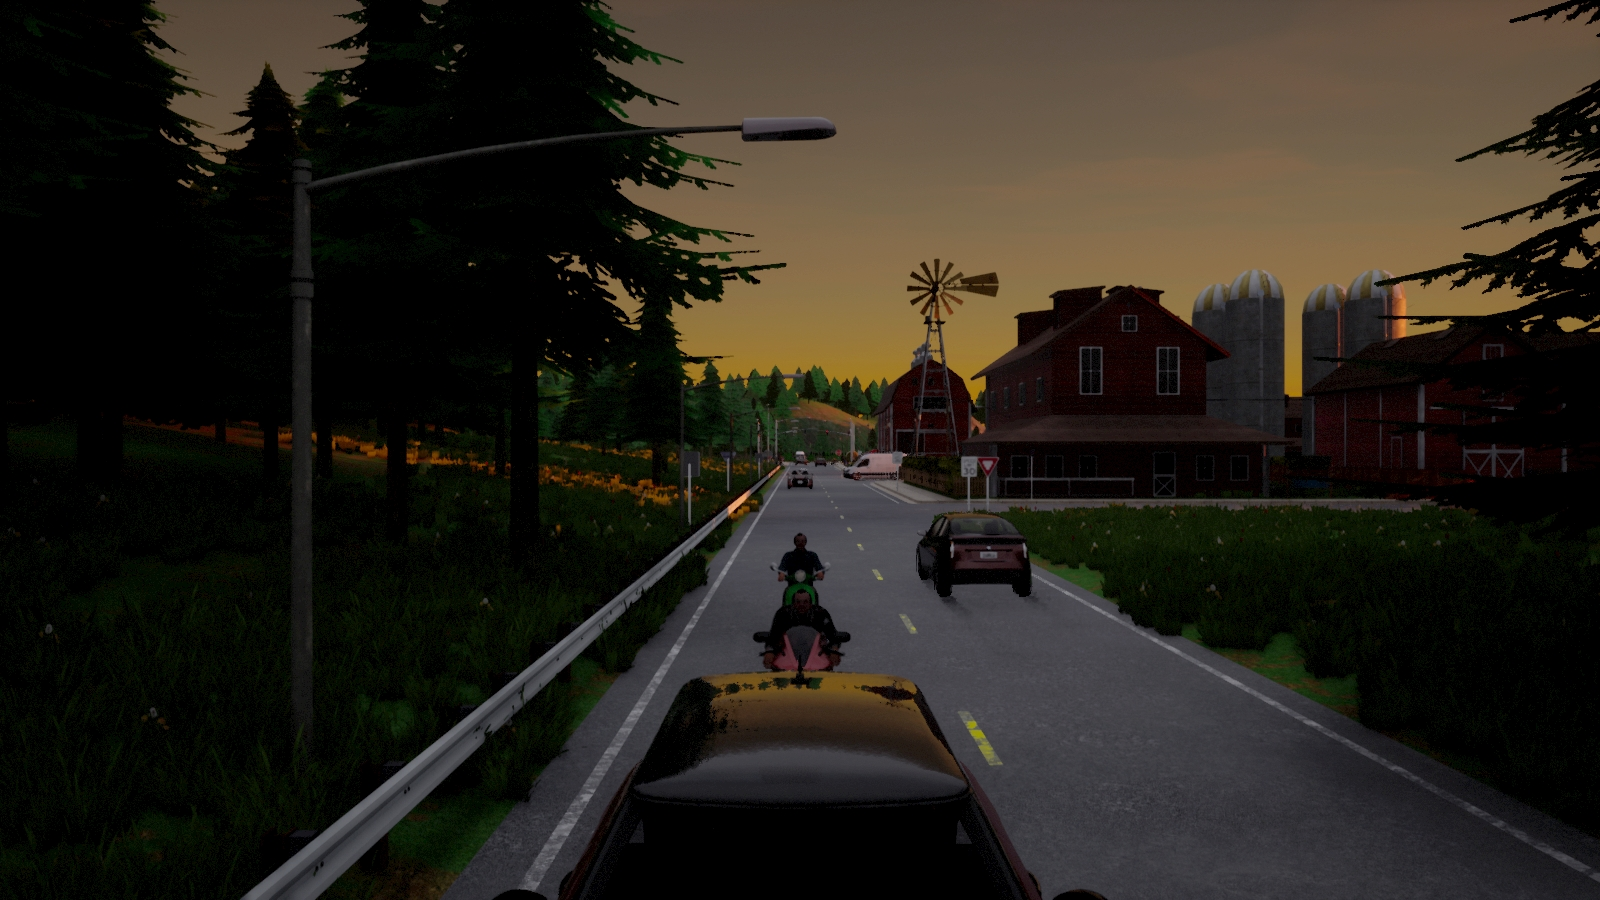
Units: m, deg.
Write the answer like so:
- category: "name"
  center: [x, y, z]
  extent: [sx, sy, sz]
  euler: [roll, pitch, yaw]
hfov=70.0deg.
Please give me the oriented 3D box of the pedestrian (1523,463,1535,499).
- category: "pedestrian"
  center: [37.290, 1.578, 58.452]
  extent: [0.375, 1.860, 0.375]
  euler: [0, 0, -6]

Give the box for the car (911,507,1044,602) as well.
- category: "car"
  center: [3.502, 2.049, 23.374]
  extent: [2.007, 1.525, 4.514]
  euler: [0, 0, 0]

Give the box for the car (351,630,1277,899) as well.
- category: "car"
  center: [0.031, 1.910, 4.310]
  extent: [2.097, 1.767, 4.553]
  euler: [0, 0, 0]

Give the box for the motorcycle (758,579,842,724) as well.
- category: "motorcycle"
  center: [0.004, 2.211, 12.952]
  extent: [0.867, 1.251, 2.209]
  euler: [0, 0, 0]
